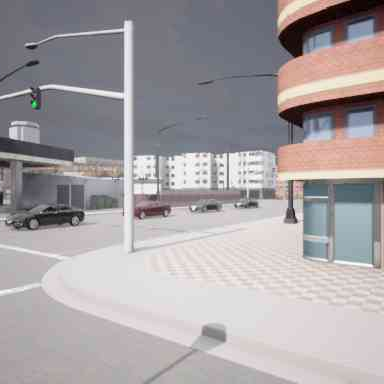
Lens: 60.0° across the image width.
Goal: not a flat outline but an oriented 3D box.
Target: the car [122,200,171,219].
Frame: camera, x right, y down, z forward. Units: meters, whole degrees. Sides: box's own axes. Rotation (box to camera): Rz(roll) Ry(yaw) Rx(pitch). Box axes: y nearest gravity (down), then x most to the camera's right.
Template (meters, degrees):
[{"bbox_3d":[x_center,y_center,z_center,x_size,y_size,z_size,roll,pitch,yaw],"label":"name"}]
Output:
[{"bbox_3d":[-3.866,1.474,29.011,1.882,1.535,5.008,0,0,34],"label":"car"}]

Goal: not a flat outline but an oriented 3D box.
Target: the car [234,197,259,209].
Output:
[{"bbox_3d":[7.462,1.487,45.383,2.128,1.511,4.902,0,0,35],"label":"car"}]

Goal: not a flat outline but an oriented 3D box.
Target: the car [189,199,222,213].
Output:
[{"bbox_3d":[1.553,1.487,36.858,2.128,1.511,4.902,0,0,35],"label":"car"}]

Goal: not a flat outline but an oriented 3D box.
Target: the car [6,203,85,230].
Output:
[{"bbox_3d":[-9.191,1.501,21.231,1.837,1.490,4.892,0,0,34],"label":"car"}]
